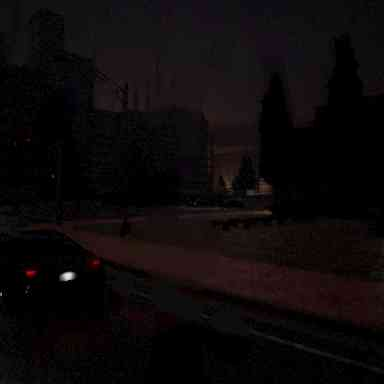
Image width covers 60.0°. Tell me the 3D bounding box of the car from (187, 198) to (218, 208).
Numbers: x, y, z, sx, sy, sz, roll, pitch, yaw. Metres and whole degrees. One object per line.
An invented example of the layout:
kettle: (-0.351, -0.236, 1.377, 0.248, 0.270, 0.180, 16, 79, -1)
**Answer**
car: (1.439, 1.743, 53.773, 5.008, 1.535, 1.882, 1, 0, -44)

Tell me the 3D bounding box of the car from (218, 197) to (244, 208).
car: (6.186, 1.891, 53.515, 4.718, 1.301, 1.895, 1, 0, -44)

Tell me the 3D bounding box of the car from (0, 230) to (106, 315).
car: (-3.802, 1.583, 7.785, 4.181, 1.385, 1.994, 0, 0, 45)
